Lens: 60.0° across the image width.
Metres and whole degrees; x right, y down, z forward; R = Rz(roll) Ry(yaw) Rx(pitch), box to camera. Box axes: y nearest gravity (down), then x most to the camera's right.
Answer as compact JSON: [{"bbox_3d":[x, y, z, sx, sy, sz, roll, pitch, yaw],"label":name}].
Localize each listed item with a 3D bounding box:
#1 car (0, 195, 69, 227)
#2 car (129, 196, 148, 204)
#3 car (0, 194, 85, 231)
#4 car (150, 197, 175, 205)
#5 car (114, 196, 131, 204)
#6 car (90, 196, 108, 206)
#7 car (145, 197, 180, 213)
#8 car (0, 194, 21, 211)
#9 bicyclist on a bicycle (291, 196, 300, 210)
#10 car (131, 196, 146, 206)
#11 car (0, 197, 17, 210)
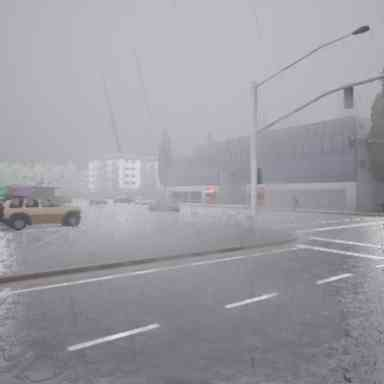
[{"bbox_3d":[-10.284,1.159,21.644,3.866,1.878,1.905,0,0,-35],"label":"car"},{"bbox_3d":[-10.797,1.543,66.932,1.812,1.442,4.674,0,0,-34],"label":"car"},{"bbox_3d":[-8.656,1.156,19.251,4.605,1.855,1.932,0,0,-35],"label":"car"},{"bbox_3d":[-5.293,1.565,58.823,2.033,1.411,5.357,0,0,-34],"label":"car"},{"bbox_3d":[-13.703,1.493,64.982,1.882,1.535,5.008,0,0,-34],"label":"car"},{"bbox_3d":[-15.341,1.489,54.821,1.882,1.535,5.008,0,0,-33],"label":"car"},{"bbox_3d":[-2.981,1.575,36.236,1.994,1.385,4.181,0,0,-34],"label":"car"},{"bbox_3d":[-21.654,1.159,37.638,3.866,1.878,1.905,0,0,-35],"label":"car"},{"bbox_3d":[12.459,1.323,40.108,1.656,1.620,0.582,0,0,-34],"label":"bicyclist on a bicycle"},{"bbox_3d":[-8.087,1.616,56.706,1.895,1.301,4.718,0,0,-33],"label":"car"},{"bbox_3d":[-23.318,1.398,40.008,3.806,1.475,1.970,0,0,-35],"label":"car"}]
